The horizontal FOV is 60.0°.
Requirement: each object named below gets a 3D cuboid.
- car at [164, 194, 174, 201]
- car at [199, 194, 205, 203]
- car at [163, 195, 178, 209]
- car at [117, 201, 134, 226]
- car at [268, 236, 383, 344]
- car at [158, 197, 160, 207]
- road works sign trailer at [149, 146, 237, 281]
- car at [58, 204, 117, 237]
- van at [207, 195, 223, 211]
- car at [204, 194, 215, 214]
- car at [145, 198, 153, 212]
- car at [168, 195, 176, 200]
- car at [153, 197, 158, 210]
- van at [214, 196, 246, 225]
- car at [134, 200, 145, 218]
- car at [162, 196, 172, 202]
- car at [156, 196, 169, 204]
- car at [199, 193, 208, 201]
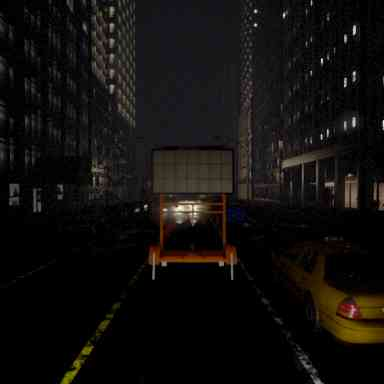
[{"bbox_3d":[-5.526,1.419,80.321,1.967,1.590,4.097,-1,0,0],"label":"car"},{"bbox_3d":[2.819,1.535,63.252,2.008,1.369,4.403,-1,0,0],"label":"car"},{"bbox_3d":[-2.901,1.494,45.756,1.837,1.490,4.892,0,0,0],"label":"car"},{"bbox_3d":[-5.647,1.560,23.485,1.947,1.339,4.313,-1,0,0],"label":"car"},{"bbox_3d":[2.697,1.524,6.586,1.752,1.417,4.829,-1,0,0],"label":"car"},{"bbox_3d":[-5.586,1.538,51.903,2.008,1.369,4.403,-1,0,0],"label":"car"},{"bbox_3d":[0.025,0.462,9.825,2.380,3.560,2.880,0,0,0],"label":"road works sign trailer"},{"bbox_3d":[-5.660,1.547,17.801,2.008,1.369,4.403,-1,0,0],"label":"car"},{"bbox_3d":[2.768,1.332,40.518,1.690,1.788,3.998,-1,0,0],"label":"van"},{"bbox_3d":[2.755,1.307,34.834,2.192,1.841,5.009,-1,0,0],"label":"car"},{"bbox_3d":[-5.624,1.543,34.852,2.008,1.369,4.403,-1,0,0],"label":"car"},{"bbox_3d":[-5.501,1.501,91.519,1.752,1.417,4.829,-1,0,0],"label":"car"},{"bbox_3d":[-5.610,1.572,40.536,1.802,1.307,4.206,-1,0,0],"label":"car"},{"bbox_3d":[2.731,1.335,23.467,1.690,1.788,3.998,-1,0,0],"label":"van"},{"bbox_3d":[-5.635,1.538,29.168,1.887,1.381,4.507,-1,0,0],"label":"car"},{"bbox_3d":[-5.537,1.563,74.637,1.802,1.307,4.206,-1,0,0],"label":"car"},{"bbox_3d":[-5.562,1.535,63.270,2.008,1.369,4.403,-1,0,0],"label":"car"},{"bbox_3d":[2.865,1.293,85.987,2.192,1.841,5.009,-1,0,0],"label":"car"}]
